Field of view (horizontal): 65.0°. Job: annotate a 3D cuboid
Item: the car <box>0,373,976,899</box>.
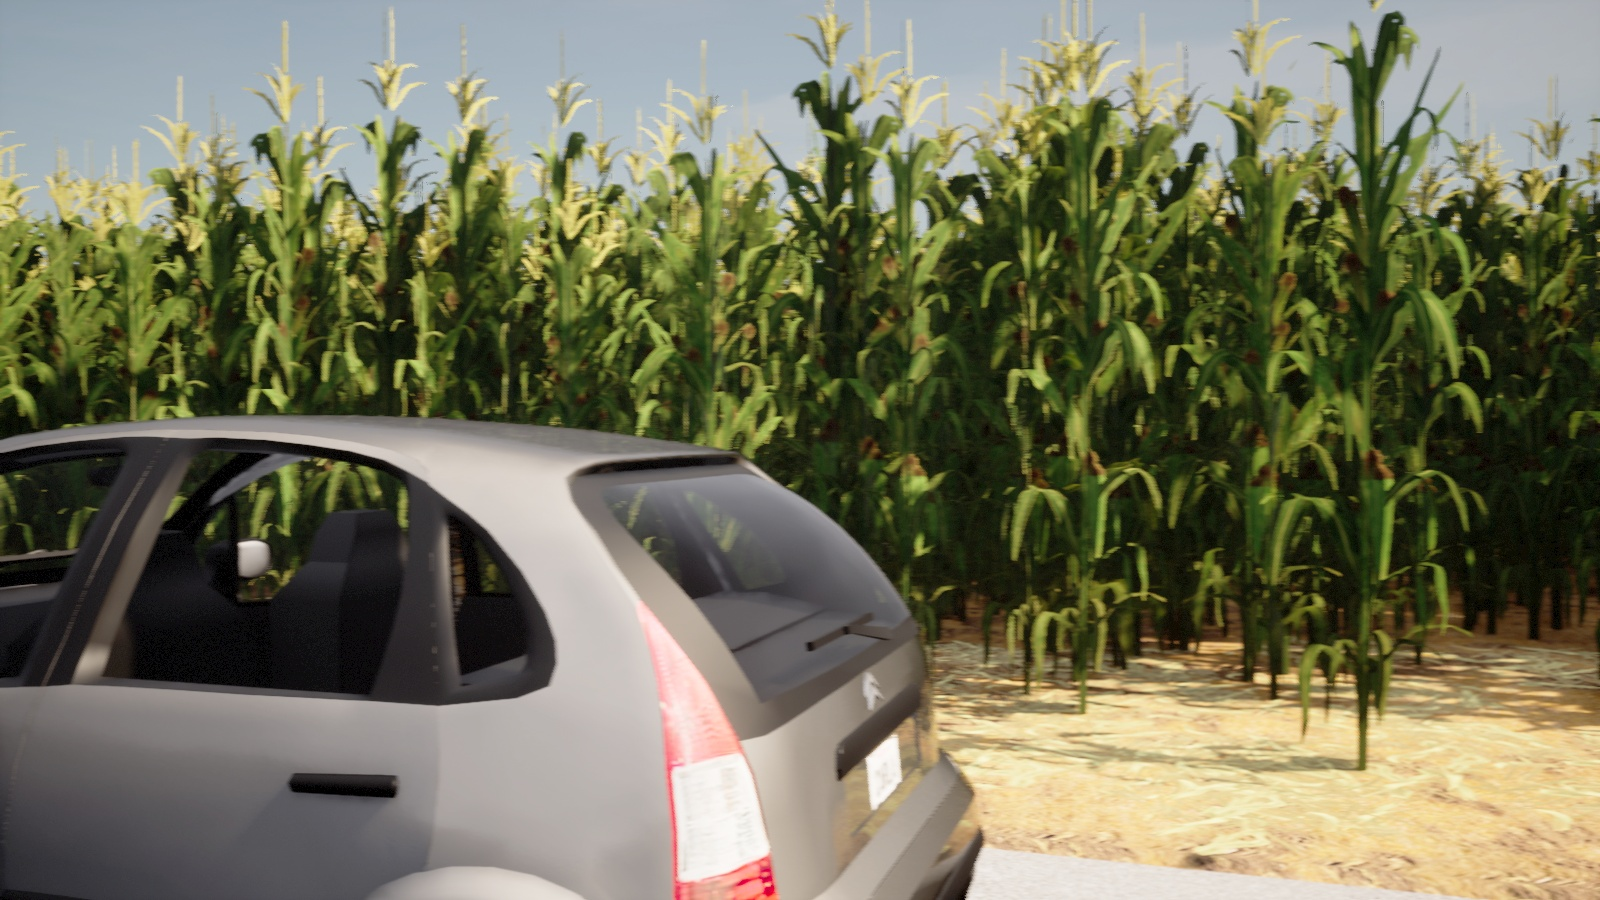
[{"bbox_3d":[-1.691,0.661,3.338,3.988,1.617,1.851,1,1,19],"label":"car"}]
